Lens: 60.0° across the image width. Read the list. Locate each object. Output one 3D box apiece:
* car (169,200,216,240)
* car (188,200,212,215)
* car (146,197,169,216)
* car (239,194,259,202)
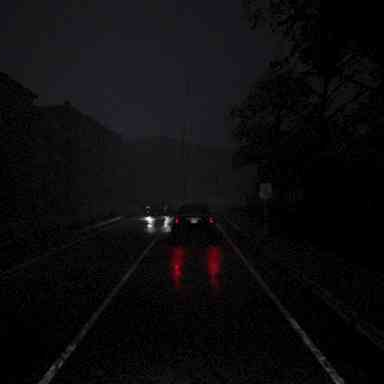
[{"bbox_3d":[0.100,1.378,17.377,2.097,1.767,4.553,0,0,0],"label":"car"},{"bbox_3d":[0.973,1.597,36.521,2.033,1.411,5.357,0,0,8],"label":"car"},{"bbox_3d":[-3.155,1.402,32.959,2.097,1.767,4.553,0,0,4],"label":"car"},{"bbox_3d":[12.114,1.242,70.936,4.892,1.490,1.837,-1,0,-35],"label":"car"}]
